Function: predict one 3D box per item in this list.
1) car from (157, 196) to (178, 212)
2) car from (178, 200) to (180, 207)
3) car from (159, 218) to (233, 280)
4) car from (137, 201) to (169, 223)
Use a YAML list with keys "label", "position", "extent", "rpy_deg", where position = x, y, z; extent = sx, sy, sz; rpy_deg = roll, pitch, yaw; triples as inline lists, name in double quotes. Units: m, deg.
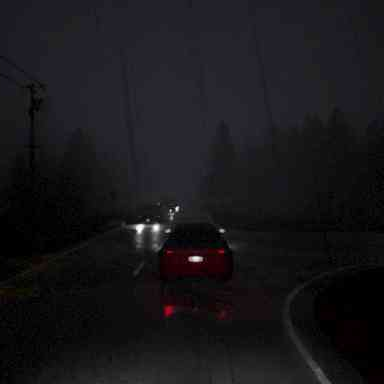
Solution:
- label: "car"
  position: [-3.302, 1.550, 43.708]
  extent: [2.150, 2.045, 5.566]
  rpy_deg: [0, -1, 0]
- label: "car"
  position: [-3.237, 1.951, 61.162]
  extent: [2.128, 1.511, 4.902]
  rpy_deg: [0, -1, 0]
- label: "car"
  position: [0.096, 1.638, 10.259]
  extent: [1.994, 1.385, 4.181]
  rpy_deg: [0, 0, 0]
- label: "car"
  position: [-3.305, 1.756, 27.693]
  extent: [2.033, 1.411, 5.357]
  rpy_deg: [0, 0, 0]
